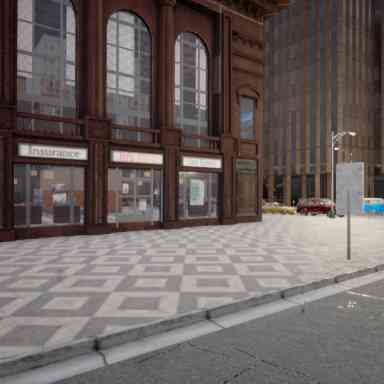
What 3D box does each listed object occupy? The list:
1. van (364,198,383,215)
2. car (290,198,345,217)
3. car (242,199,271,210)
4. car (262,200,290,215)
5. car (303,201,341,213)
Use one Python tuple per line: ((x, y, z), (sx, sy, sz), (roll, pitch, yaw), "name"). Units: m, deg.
((19.611, 1.588, 37.575), (1.690, 1.788, 3.998), (-1, 0, -35), "van")
((12.649, 1.522, 32.654), (2.192, 1.841, 5.009), (0, 0, -35), "car")
((9.886, 1.891, 51.361), (1.967, 1.590, 4.097), (-1, 0, -35), "car")
((9.508, 1.798, 37.109), (1.752, 1.417, 4.829), (0, 0, -35), "car")
((16.372, 1.897, 42.170), (1.802, 1.307, 4.206), (-1, 0, -35), "car")
